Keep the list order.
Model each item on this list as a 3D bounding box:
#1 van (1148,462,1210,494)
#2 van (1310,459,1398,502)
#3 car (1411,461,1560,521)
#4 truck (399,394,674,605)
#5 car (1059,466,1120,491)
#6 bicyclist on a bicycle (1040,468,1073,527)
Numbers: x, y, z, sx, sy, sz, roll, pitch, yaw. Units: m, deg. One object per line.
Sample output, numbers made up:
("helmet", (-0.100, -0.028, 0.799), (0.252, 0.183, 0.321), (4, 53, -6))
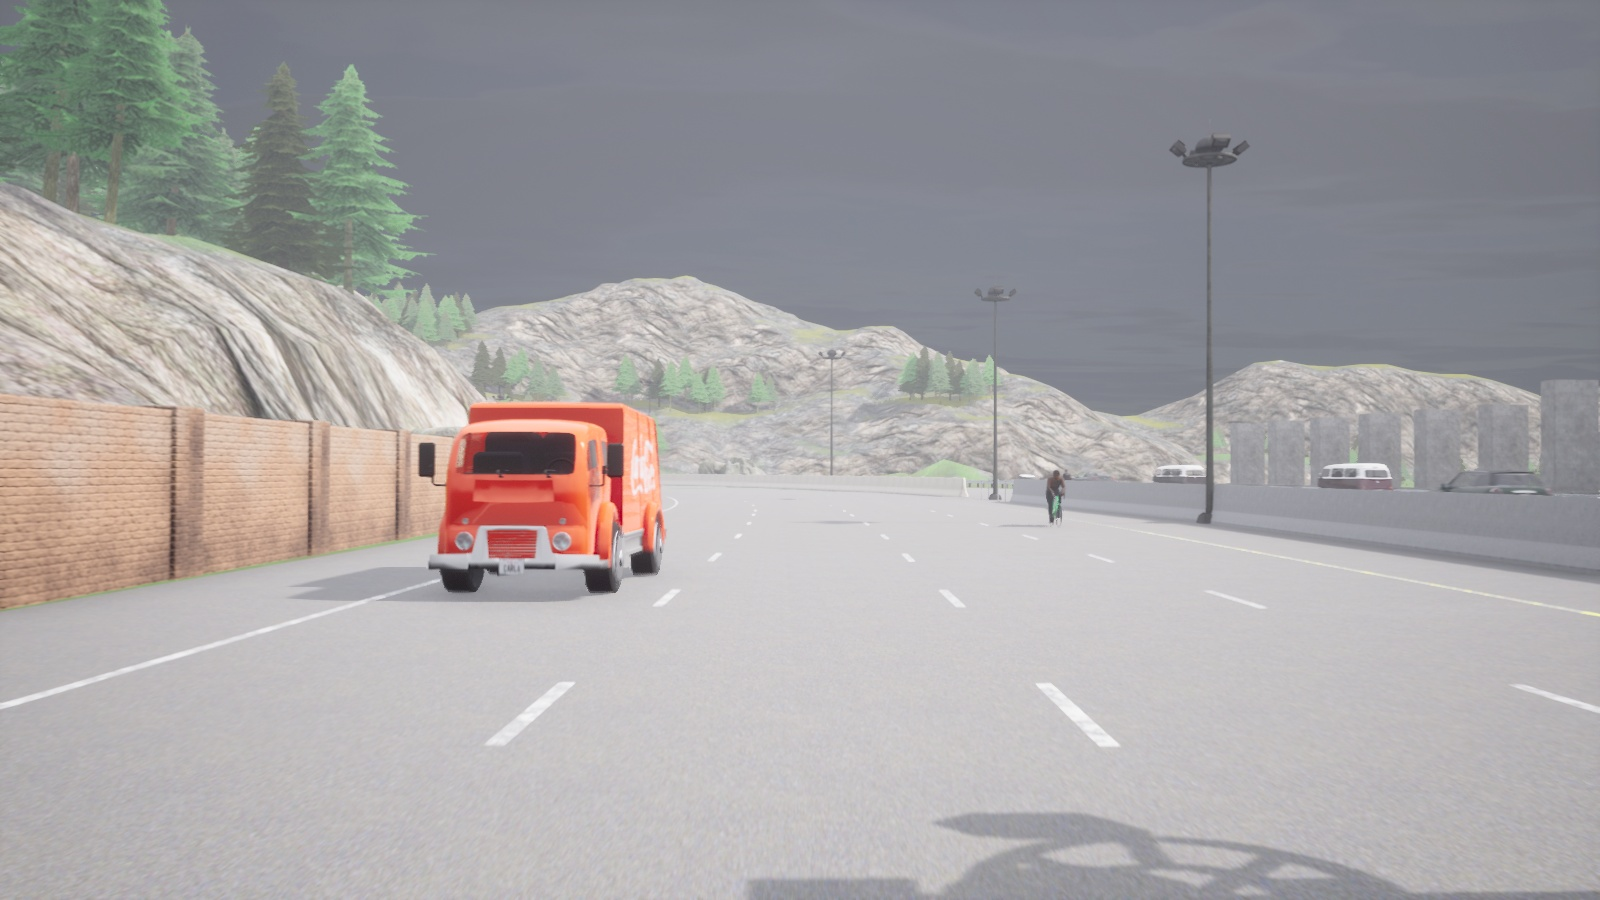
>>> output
("van", (24.619, 1.810, 81.741), (2.069, 2.038, 4.480), (0, -1, -11))
("van", (27.333, 1.471, 62.093), (2.069, 2.038, 4.480), (0, -1, -5))
("car", (21.226, 1.244, 39.138), (2.097, 1.767, 4.553), (0, -1, -1))
("truck", (-3.346, 0.635, 17.296), (2.627, 2.467, 5.204), (0, -1, 1))
("car", (19.989, 1.968, 86.867), (2.152, 1.651, 5.027), (0, -1, -12))
("bicyclist on a bicycle", (7.263, 1.335, 35.623), (0.582, 1.620, 1.656), (0, -1, -1))
